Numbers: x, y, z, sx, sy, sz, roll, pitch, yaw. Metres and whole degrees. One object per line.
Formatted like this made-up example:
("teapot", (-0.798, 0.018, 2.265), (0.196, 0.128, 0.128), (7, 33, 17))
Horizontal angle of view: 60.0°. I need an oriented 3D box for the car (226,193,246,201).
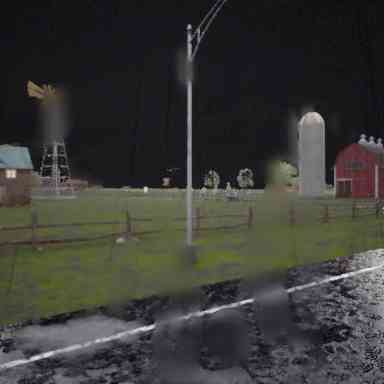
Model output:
("car", (8.962, 1.061, 67.874), (1.837, 1.490, 4.892), (0, 1, -36))
